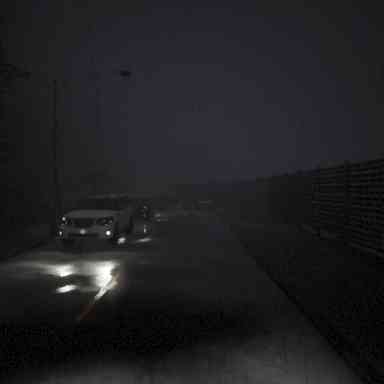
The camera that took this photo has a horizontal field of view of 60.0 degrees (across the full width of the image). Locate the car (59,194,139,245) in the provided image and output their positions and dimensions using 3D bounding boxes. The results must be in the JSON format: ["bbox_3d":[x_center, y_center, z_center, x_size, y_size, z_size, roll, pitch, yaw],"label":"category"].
[{"bbox_3d":[-4.097,1.115,15.240,2.150,2.045,5.566,0,0,0],"label":"car"}]

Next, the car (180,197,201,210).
[{"bbox_3d":[-0.106,1.256,38.965,1.812,1.442,4.674,0,0,-5],"label":"car"}]

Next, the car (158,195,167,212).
[{"bbox_3d":[-4.029,1.281,35.286,1.812,1.442,4.674,0,0,0],"label":"car"}]

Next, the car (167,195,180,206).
[{"bbox_3d":[-3.749,1.172,48.370,4.892,1.490,1.837,1,1,40],"label":"car"}]

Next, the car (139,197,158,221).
[{"bbox_3d":[-4.084,1.178,25.092,2.097,1.767,4.553,0,0,0],"label":"car"}]
